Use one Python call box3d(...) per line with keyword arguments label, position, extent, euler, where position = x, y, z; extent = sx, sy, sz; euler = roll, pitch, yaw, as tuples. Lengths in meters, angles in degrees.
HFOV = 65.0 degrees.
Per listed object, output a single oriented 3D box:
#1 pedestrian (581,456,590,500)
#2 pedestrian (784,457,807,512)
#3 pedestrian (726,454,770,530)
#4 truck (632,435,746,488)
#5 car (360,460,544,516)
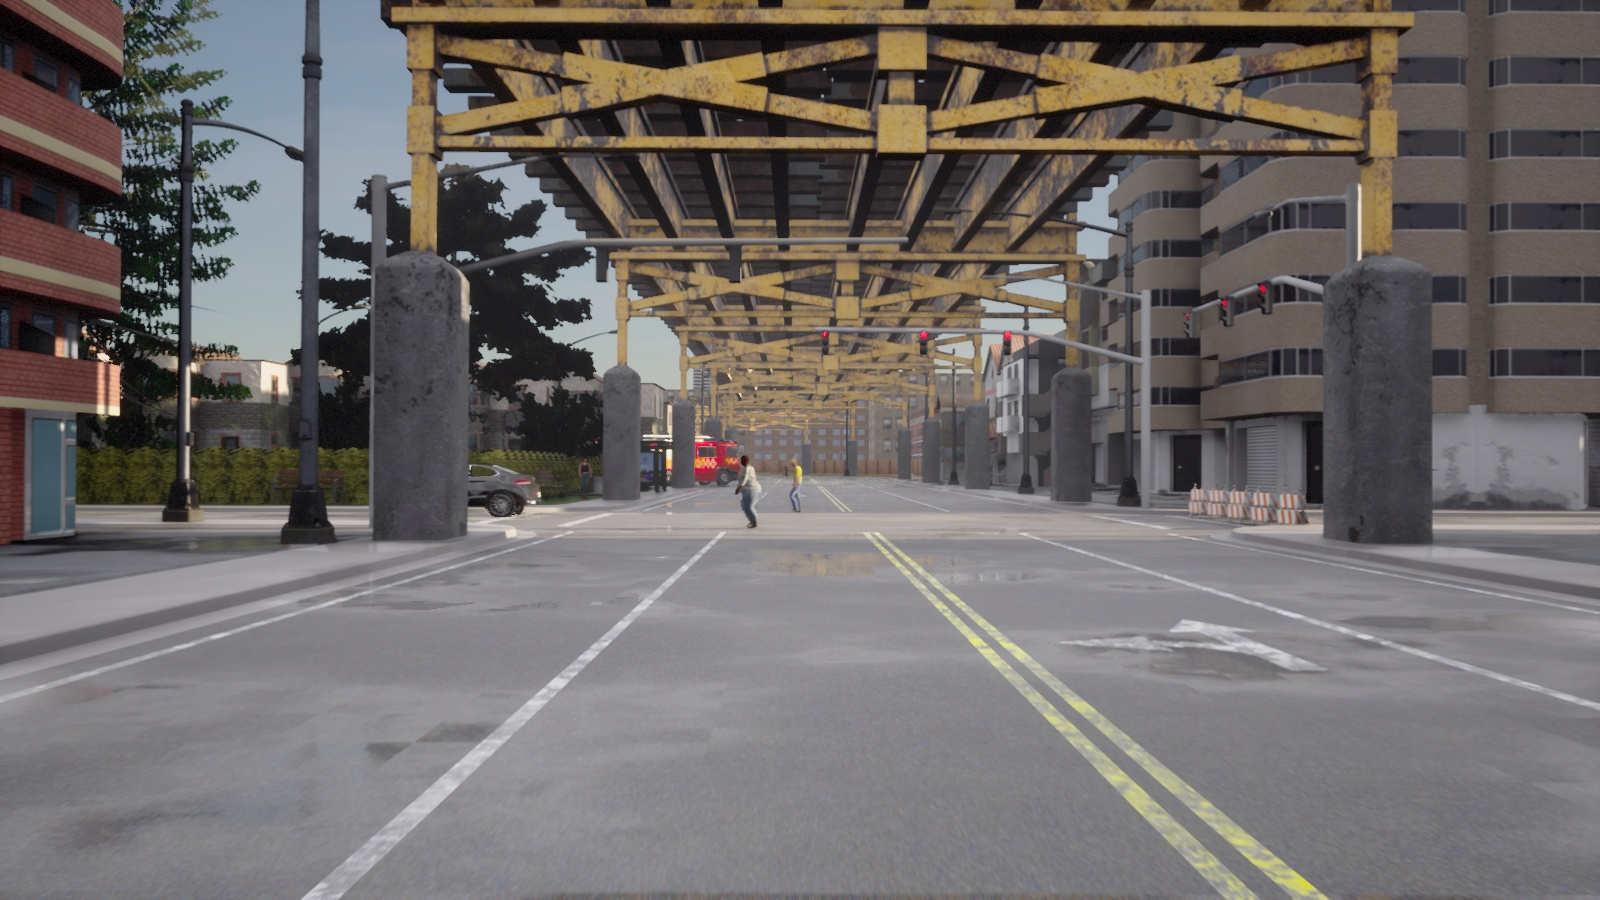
box3d(label="pedestrian", position=(-9.000, 1.191, 52.699), extent=(0.345, 1.836, 0.594), euler=(0, -1, -9))
box3d(label="pedestrian", position=(-0.154, 1.154, 41.963), extent=(0.706, 1.836, 0.354), euler=(0, -1, 7))
box3d(label="pedestrian", position=(-1.295, 1.027, 31.217), extent=(0.900, 1.855, 0.874), euler=(0, -1, 12))
box3d(label="truck", position=(-8.337, 0.889, 95.357), extent=(8.468, 3.827, 2.891), euler=(0, -1, -39))
box3d(label="car", position=(-10.491, 1.130, 38.138), extent=(5.027, 1.651, 2.152), euler=(0, -1, -3))
